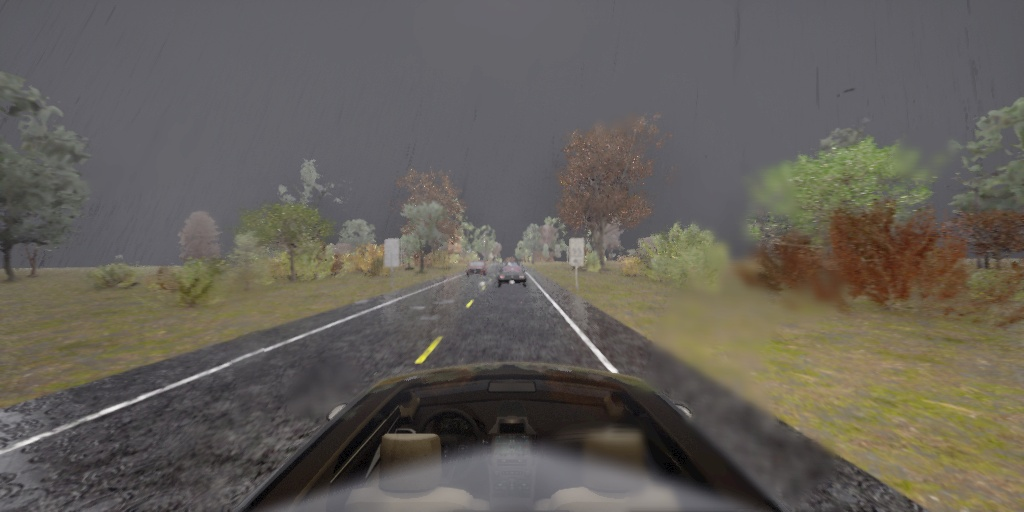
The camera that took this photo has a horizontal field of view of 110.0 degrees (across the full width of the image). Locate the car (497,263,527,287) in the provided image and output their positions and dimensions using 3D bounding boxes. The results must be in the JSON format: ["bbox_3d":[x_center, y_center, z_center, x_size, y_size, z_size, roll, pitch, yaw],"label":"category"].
[{"bbox_3d":[0.020,1.323,24.236,1.895,1.301,4.718,0,0,0],"label":"car"}]

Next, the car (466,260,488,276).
[{"bbox_3d":[-3.520,1.217,36.813,1.882,1.535,5.008,0,0,0],"label":"car"}]

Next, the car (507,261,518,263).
[{"bbox_3d":[0.056,1.291,40.168,1.994,1.385,4.181,0,0,0],"label":"car"}]
